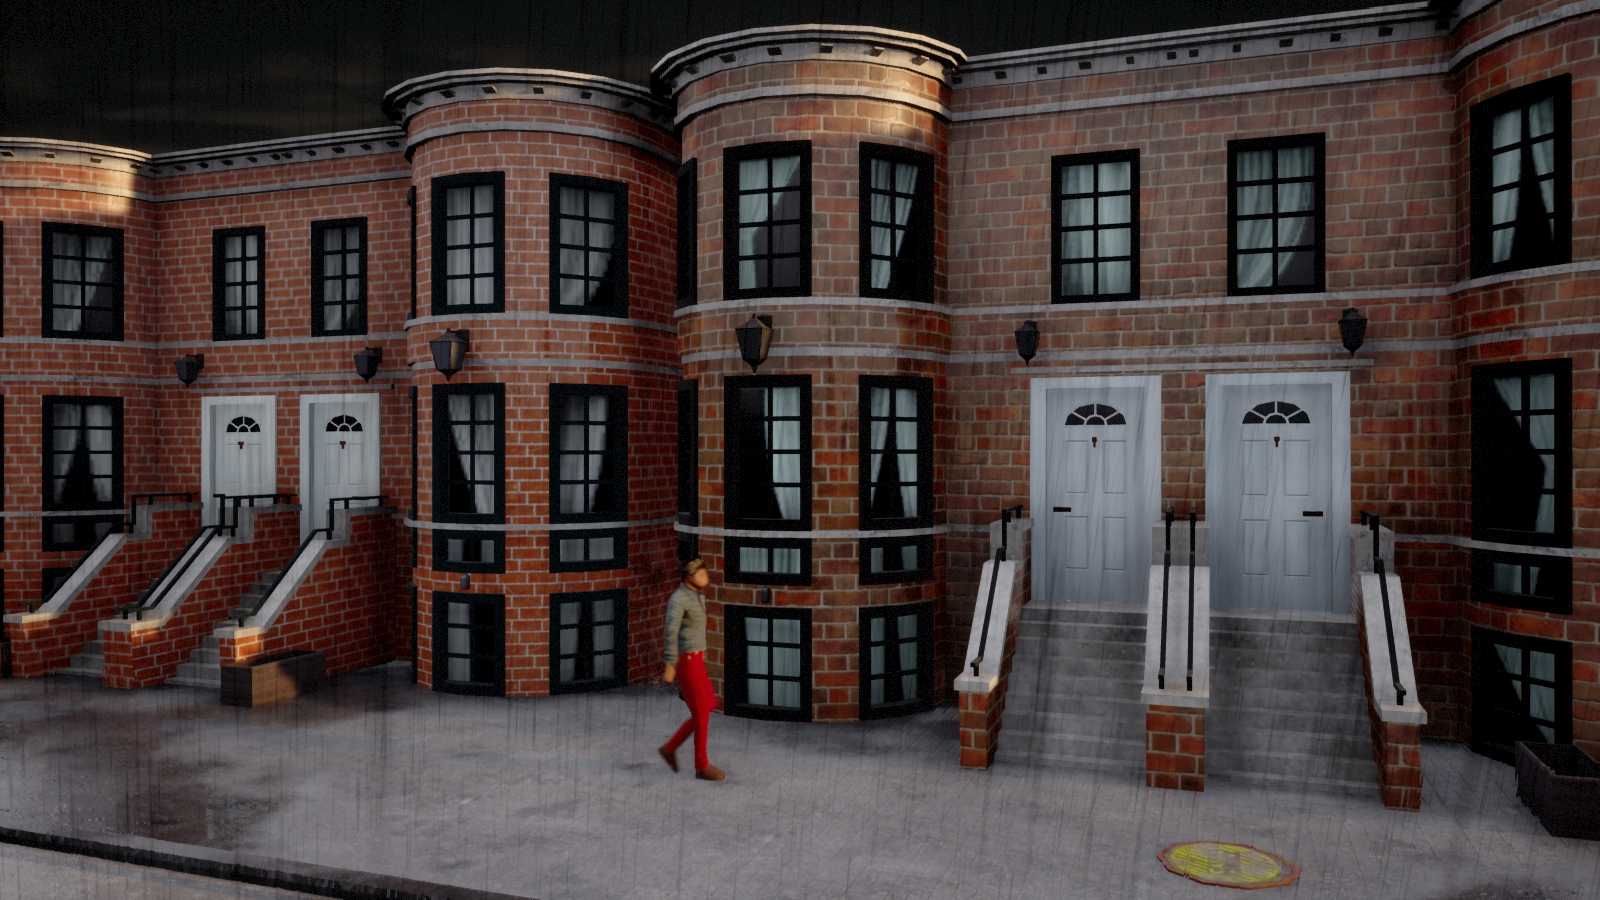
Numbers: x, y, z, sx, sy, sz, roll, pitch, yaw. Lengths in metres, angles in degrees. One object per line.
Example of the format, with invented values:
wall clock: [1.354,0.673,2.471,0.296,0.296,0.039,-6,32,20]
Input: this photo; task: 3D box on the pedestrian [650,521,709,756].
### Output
pedestrian: [-0.987,1.527,9.400,0.375,1.860,0.375,0,0,14]
